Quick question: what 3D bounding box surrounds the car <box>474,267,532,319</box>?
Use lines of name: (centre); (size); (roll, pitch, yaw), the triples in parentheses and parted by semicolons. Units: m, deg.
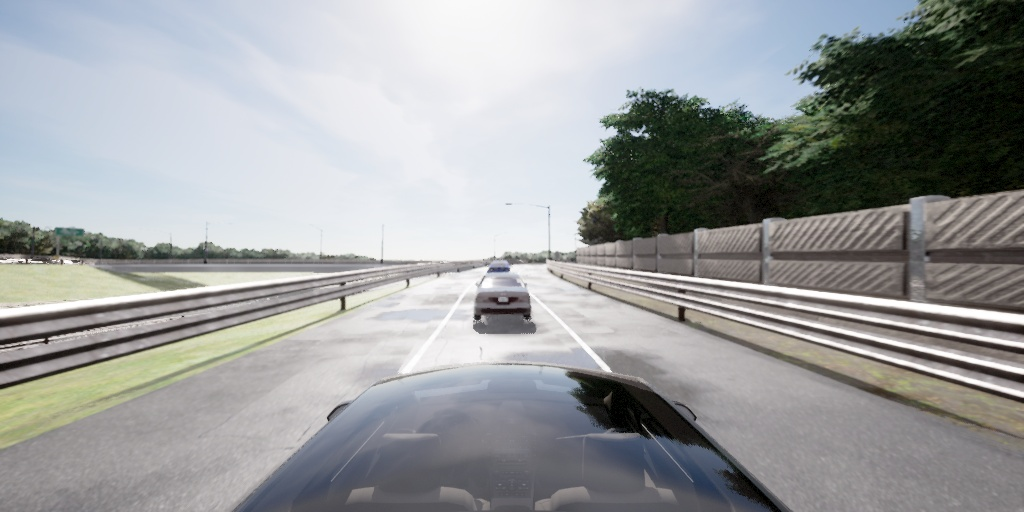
car: (-0.361, 1.288, 12.714); (2.033, 1.411, 5.357); (0, 0, -3)

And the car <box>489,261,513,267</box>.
car: (-1.008, 1.190, 31.013); (1.882, 1.535, 5.008); (0, 0, 0)
